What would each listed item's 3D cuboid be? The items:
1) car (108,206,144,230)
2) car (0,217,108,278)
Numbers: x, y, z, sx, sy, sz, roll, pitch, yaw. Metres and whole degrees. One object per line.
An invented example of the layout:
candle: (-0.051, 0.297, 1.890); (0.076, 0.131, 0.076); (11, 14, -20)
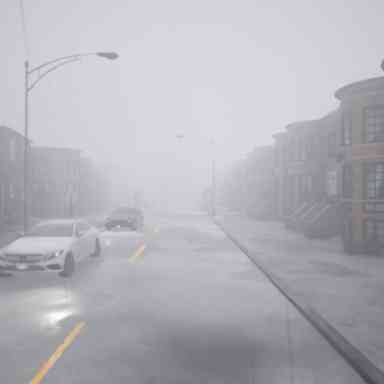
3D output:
car: (-4.382, 1.684, 22.355); (2.033, 1.411, 5.357); (0, 0, -1)
car: (-4.227, 1.590, 10.541); (1.812, 1.442, 4.674); (0, 0, -1)
